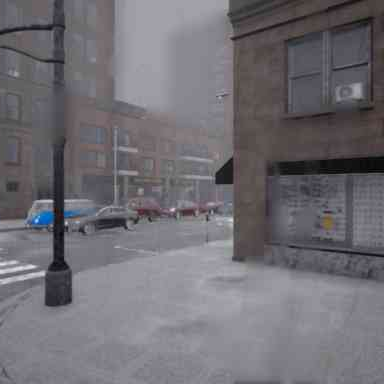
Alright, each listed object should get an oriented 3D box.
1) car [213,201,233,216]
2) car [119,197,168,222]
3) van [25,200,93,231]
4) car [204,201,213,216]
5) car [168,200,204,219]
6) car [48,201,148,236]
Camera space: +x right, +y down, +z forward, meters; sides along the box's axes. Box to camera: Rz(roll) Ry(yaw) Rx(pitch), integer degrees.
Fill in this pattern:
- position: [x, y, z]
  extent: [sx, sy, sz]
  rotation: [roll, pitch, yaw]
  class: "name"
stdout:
- position: [4.235, 1.550, 31.711]
  extent: [1.812, 1.442, 4.674]
  rotation: [0, 0, 36]
  class: "car"
- position: [-4.445, 1.329, 24.432]
  extent: [2.192, 1.841, 5.009]
  rotation: [0, 0, 36]
  class: "car"
- position: [-7.727, 1.350, 19.899]
  extent: [1.690, 1.788, 3.998]
  rotation: [0, 0, 36]
  class: "van"
- position: [2.118, 1.568, 33.497]
  extent: [1.887, 1.381, 4.507]
  rotation: [0, 0, 36]
  class: "car"
- position: [-1.164, 1.459, 28.965]
  extent: [1.967, 1.590, 4.097]
  rotation: [0, 0, 36]
  class: "car"
- position: [-5.129, 1.502, 18.786]
  extent: [2.128, 1.511, 4.902]
  rotation: [0, 0, 36]
  class: "car"
